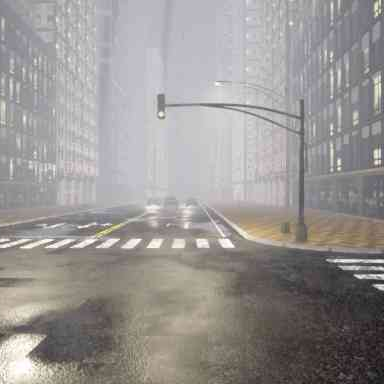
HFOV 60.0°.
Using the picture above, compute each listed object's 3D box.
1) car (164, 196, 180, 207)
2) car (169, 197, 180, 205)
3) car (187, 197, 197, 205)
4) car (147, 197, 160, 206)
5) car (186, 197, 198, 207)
[{"bbox_3d":[-3.252,1.425,52.611,2.097,1.767,4.553,0,0,0],"label":"car"},{"bbox_3d":[-3.252,1.707,62.672,1.895,1.301,4.718,0,0,0],"label":"car"},{"bbox_3d":[-0.001,1.672,63.059,1.994,1.385,4.181,0,0,0],"label":"car"},{"bbox_3d":[-6.502,1.578,56.809,2.128,1.511,4.902,0,0,0],"label":"car"},{"bbox_3d":[-0.001,1.675,53.087,1.895,1.301,4.718,0,0,0],"label":"car"}]
